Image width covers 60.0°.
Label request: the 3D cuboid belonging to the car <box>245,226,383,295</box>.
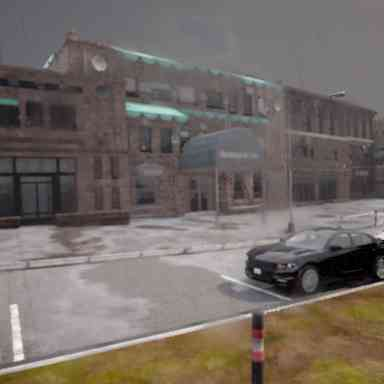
[{"bbox_3d":[3.833,1.790,9.756,5.008,1.535,2.097,1,-1,-30],"label":"car"}]
